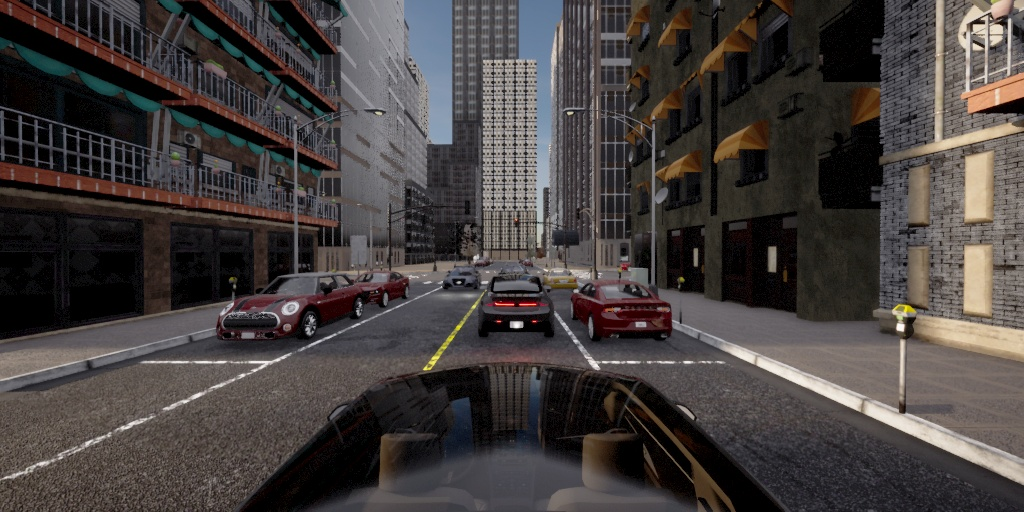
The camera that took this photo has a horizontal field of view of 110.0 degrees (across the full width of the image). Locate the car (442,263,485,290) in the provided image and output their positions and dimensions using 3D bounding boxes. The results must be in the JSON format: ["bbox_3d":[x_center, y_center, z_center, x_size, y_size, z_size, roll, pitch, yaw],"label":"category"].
[{"bbox_3d":[-2.987,1.314,22.189,1.994,1.385,4.181,0,0,0],"label":"car"}]

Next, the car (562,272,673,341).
[{"bbox_3d":[2.696,1.294,9.702,1.888,1.381,4.507,0,0,0],"label":"car"}]

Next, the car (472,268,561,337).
[{"bbox_3d":[0.106,1.253,10.253,1.837,1.490,4.892,0,0,0],"label":"car"}]

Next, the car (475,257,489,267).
[{"bbox_3d":[-5.644,1.291,64.282,1.888,1.381,4.507,0,0,0],"label":"car"}]

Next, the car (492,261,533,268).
[{"bbox_3d":[0.113,1.239,20.386,2.128,1.511,4.902,0,0,0],"label":"car"}]

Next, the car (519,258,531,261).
[{"bbox_3d":[2.736,1.186,64.275,1.967,1.591,4.097,0,0,0],"label":"car"}]

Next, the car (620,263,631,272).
[{"bbox_3d":[14.291,1.005,39.882,4.507,1.381,1.888,0,0,0],"label":"car"}]

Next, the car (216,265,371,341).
[{"bbox_3d":[-5.686,1.188,9.722,1.967,1.591,4.097,0,0,0],"label":"car"}]

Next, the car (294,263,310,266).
[{"bbox_3d":[-23.806,1.494,39.590,4.097,1.591,1.967,0,0,0],"label":"car"}]

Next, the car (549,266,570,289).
[{"bbox_3d":[2.704,1.273,20.919,1.751,1.417,4.829,0,0,0],"label":"car"}]

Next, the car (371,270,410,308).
[{"bbox_3d":[-5.682,1.293,15.246,1.888,1.381,4.507,0,0,0],"label":"car"}]
